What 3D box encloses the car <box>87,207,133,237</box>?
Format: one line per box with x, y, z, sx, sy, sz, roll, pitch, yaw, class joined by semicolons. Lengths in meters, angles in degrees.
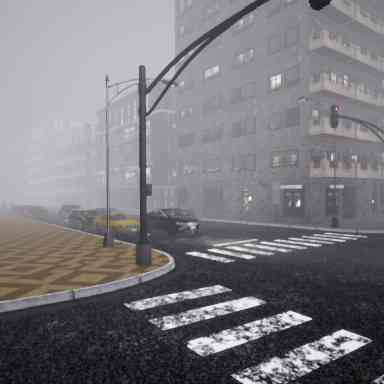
-4.728;1.865;20.805;1.752;1.417;4.829;-2;0;-36;car

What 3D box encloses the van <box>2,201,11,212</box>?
-31.618;2.433;57.390;1.690;1.788;3.998;-2;0;-36;van

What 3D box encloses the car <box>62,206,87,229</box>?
-8.175;2.002;25.498;1.947;1.339;4.313;-2;0;-36;car

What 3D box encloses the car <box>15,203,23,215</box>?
-21.566;2.392;43.722;1.802;1.307;4.206;-2;0;-36;car

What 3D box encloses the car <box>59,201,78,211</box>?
-21.515;2.366;57.797;1.967;1.590;4.097;-2;0;-36;car

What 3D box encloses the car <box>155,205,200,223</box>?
-1.424;1.915;30.461;2.008;1.369;4.403;-2;0;-36;car

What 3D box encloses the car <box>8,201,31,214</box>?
-24.915;2.449;48.278;1.887;1.381;4.507;-2;0;-36;car

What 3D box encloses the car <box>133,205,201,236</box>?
-1.397;1.775;20.663;2.128;1.511;4.902;-1;-1;-36;car

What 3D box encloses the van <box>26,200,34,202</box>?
-41.607;2.831;85.133;1.690;1.788;3.998;-2;0;-36;van

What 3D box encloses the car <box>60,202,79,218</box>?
-13.212;2.118;36.764;1.837;1.490;4.892;-1;-1;-36;car

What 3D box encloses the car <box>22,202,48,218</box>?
-18.219;2.262;39.166;1.887;1.381;4.507;-2;0;-36;car

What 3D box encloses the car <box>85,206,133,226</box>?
-7.255;1.994;28.635;2.033;1.411;5.357;-1;-1;-37;car
